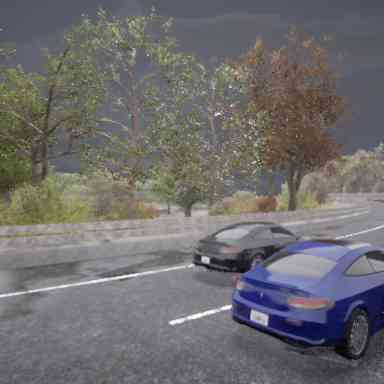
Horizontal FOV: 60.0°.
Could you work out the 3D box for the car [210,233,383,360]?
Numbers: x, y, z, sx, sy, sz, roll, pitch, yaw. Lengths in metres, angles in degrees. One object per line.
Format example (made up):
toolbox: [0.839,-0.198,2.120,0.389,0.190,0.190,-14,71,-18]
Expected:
car: [2.714,1.591,6.047,4.674,1.442,1.812,1,-1,-39]

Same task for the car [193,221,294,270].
car: [2.126,1.622,10.104,4.674,1.442,1.812,1,-1,-40]
